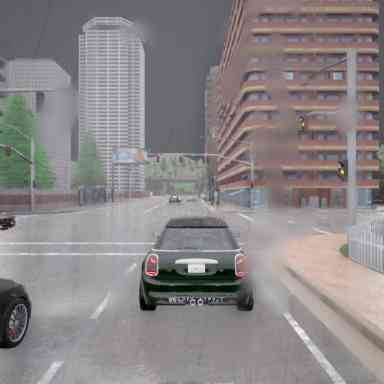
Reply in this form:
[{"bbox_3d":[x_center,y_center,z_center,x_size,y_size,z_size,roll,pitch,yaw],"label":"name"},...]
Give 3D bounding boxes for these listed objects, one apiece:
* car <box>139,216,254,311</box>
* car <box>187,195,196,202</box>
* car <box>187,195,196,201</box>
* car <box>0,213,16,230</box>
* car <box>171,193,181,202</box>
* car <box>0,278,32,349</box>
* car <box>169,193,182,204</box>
[{"bbox_3d":[0.099,1.352,7.924,2.097,1.767,4.553,0,0,1],"label":"car"},{"bbox_3d":[-0.134,1.518,76.332,1.812,1.442,4.674,0,0,0],"label":"car"},{"bbox_3d":[-0.150,1.506,85.332,2.128,1.511,4.902,0,0,0],"label":"car"},{"bbox_3d":[-12.532,1.458,18.614,5.008,1.535,1.882,0,0,-1],"label":"car"},{"bbox_3d":[-3.634,1.219,76.075,2.150,2.045,5.566,0,0,0],"label":"car"},{"bbox_3d":[-3.431,1.526,3.305,1.812,1.442,4.674,0,0,0],"label":"car"},{"bbox_3d":[-3.517,1.491,66.074,2.128,1.511,4.902,0,0,0],"label":"car"}]
